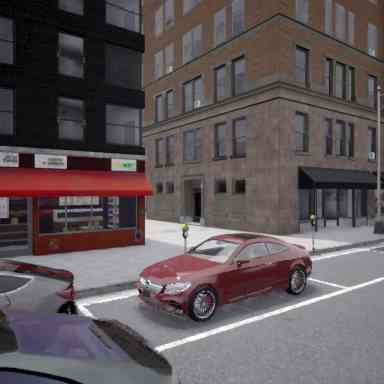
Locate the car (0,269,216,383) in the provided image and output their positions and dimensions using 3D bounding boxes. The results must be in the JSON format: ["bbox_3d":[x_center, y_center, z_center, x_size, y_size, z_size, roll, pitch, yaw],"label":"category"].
[{"bbox_3d":[-2.042,1.564,1.921,4.181,1.385,1.994,0,0,-35],"label":"car"}]

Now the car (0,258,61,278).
[{"bbox_3d":[-3.597,1.566,3.969,4.313,1.339,1.947,0,0,-35],"label":"car"}]

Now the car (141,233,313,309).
[{"bbox_3d":[0.884,1.582,7.160,4.206,1.307,1.802,0,0,-35],"label":"car"}]
